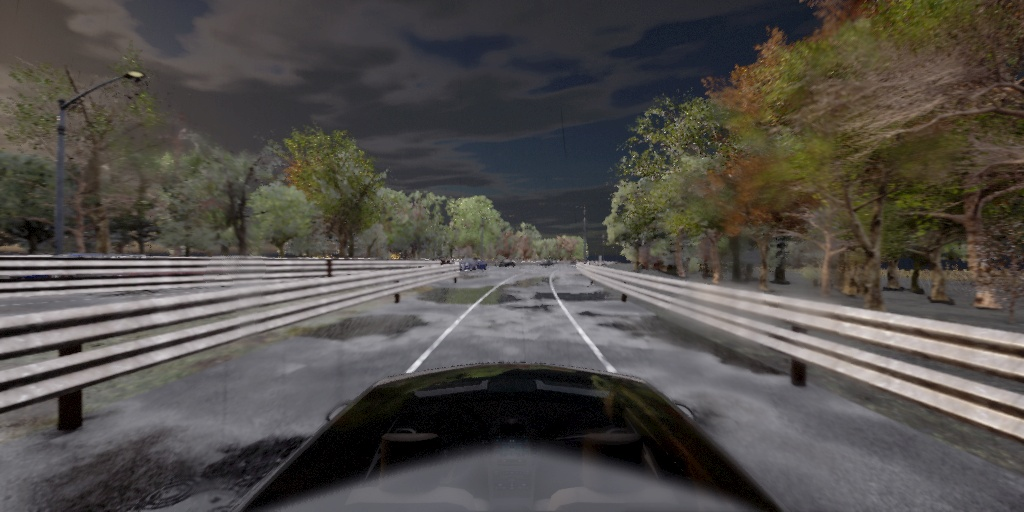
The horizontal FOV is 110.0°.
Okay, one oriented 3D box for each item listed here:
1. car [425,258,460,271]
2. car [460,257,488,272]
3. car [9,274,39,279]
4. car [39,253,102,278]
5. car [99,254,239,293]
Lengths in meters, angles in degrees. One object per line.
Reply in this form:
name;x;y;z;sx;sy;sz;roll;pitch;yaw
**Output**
car;-8.506;1.040;42.901;1.837;1.490;4.892;0;-1;19
car;-4.549;0.965;43.580;2.097;1.767;4.553;2;-1;19
car;-20.861;0.626;17.942;1.882;1.535;5.008;0;-1;19
car;-17.570;0.666;16.749;2.128;1.511;4.902;0;-1;19
car;-14.280;0.765;15.559;1.994;1.385;4.181;0;-1;19
